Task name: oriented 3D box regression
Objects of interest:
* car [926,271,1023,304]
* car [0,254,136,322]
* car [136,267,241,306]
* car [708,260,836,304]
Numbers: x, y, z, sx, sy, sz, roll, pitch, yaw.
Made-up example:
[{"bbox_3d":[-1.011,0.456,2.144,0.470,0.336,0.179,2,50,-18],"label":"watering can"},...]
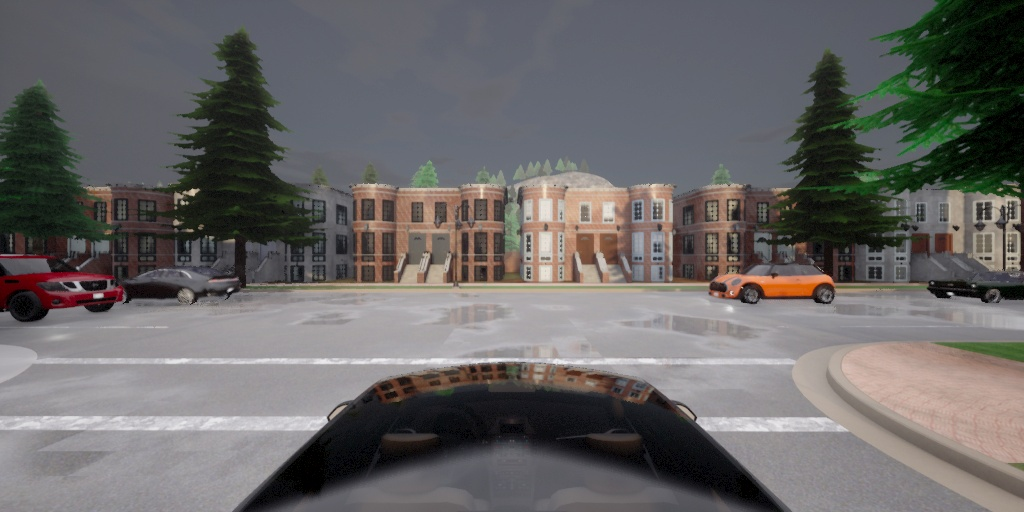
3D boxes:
[{"bbox_3d":[21.256,1.325,15.588,4.718,1.301,1.895,0,0,0],"label":"car"},{"bbox_3d":[-16.269,0.947,11.678,5.566,2.045,2.150,0,0,-1],"label":"car"},{"bbox_3d":[-14.199,1.216,15.131,4.902,1.511,2.128,0,0,4],"label":"car"},{"bbox_3d":[11.078,1.076,15.533,4.553,1.767,2.097,0,0,0],"label":"car"}]
